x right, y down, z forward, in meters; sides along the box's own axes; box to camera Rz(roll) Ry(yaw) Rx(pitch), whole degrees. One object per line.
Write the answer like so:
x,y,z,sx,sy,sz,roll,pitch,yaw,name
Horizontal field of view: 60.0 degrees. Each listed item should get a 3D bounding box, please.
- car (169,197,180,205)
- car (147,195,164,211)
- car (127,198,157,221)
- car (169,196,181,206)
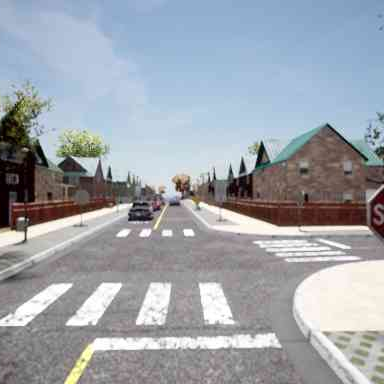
-3.485,1.758,65.373,1.994,1.385,4.181,0,0,-3,car
-4.931,1.401,41.111,2.097,1.767,4.553,0,0,-3,car
-4.141,1.507,27.329,1.837,1.490,4.892,0,0,-3,car
-2.889,1.678,55.983,2.033,1.411,5.357,0,0,-3,car
